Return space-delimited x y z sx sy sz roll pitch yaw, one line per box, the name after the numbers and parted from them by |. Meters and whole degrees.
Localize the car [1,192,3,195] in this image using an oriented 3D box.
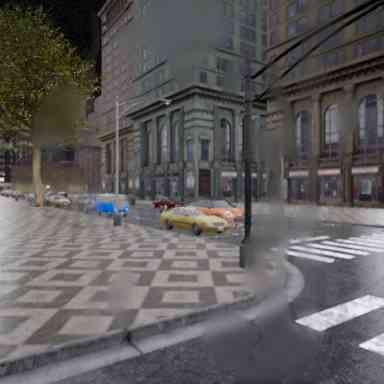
-45.416 0.251 82.340 1.967 1.590 4.097 1 0 -35 | car

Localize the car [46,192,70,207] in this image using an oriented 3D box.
-16.184 1.048 40.885 1.752 1.417 4.829 1 0 -35 | car

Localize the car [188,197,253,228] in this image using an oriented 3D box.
1.560 1.210 20.324 2.097 1.767 4.553 0 1 -35 | car

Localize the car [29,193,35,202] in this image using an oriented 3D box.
-22.756 0.907 50.205 2.008 1.369 4.403 1 0 -35 | car

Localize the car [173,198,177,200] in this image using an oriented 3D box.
0.393 1.309 32.168 1.947 1.339 4.313 1 0 -35 | car

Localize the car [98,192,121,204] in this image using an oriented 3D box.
-12.554 0.875 50.533 1.967 1.590 4.097 1 0 -35 | car

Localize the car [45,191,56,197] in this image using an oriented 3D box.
-35.216 0.466 82.664 1.802 1.307 4.206 1 0 -35 | car

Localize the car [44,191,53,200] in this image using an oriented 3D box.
-19.519 0.989 45.614 2.008 1.369 4.403 1 0 -35 | car

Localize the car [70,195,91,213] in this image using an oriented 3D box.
-9.806 1.227 31.839 2.008 1.369 4.403 1 0 -35 | car

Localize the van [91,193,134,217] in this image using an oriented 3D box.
-6.567 1.088 27.247 1.690 1.788 3.998 1 0 -35 | van

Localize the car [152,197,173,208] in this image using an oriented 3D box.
-2.843 1.218 36.758 1.887 1.381 4.507 1 0 -35 | car

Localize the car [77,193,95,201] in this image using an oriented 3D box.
-19.030 0.855 59.713 1.802 1.307 4.206 1 0 -35 | car

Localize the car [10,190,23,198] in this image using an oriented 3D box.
-35.703 0.480 68.567 1.967 1.590 4.097 1 0 -35 | car

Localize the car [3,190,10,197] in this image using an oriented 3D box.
-42.178 0.327 77.749 1.967 1.590 4.097 1 0 -35 | car

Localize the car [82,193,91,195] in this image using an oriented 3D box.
-10.265 1.105 37.115 2.128 1.511 4.902 0 1 -35 | car

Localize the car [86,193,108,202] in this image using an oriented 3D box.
-15.793 0.904 55.123 2.008 1.369 4.403 1 0 -35 | car

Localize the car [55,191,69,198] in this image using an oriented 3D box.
-28.741 0.582 73.484 1.887 1.381 4.507 1 0 -35 | car

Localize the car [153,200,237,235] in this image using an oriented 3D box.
0.005 1.395 17.922 1.752 1.417 4.829 1 0 -35 | car

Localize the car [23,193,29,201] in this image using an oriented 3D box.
-25.994 0.827 54.796 2.008 1.369 4.403 1 0 -35 | car
